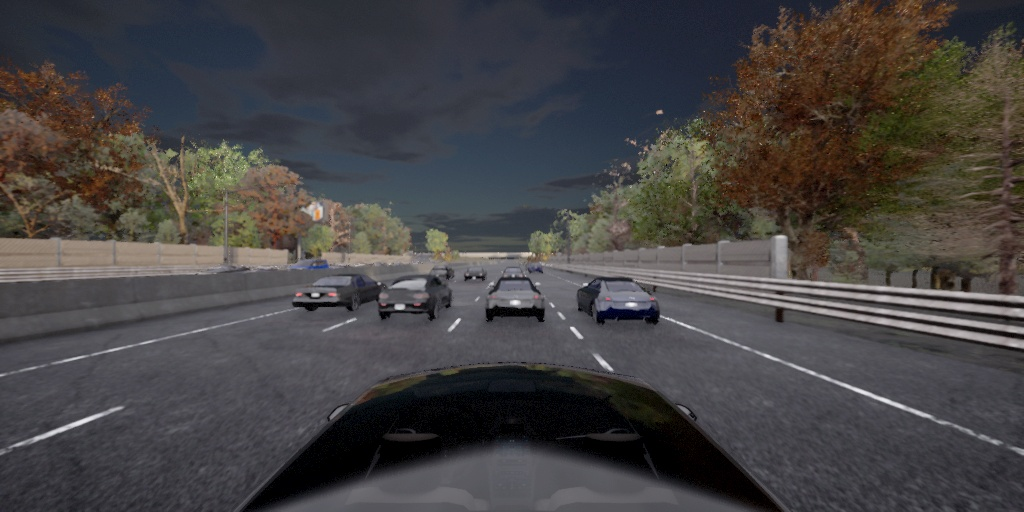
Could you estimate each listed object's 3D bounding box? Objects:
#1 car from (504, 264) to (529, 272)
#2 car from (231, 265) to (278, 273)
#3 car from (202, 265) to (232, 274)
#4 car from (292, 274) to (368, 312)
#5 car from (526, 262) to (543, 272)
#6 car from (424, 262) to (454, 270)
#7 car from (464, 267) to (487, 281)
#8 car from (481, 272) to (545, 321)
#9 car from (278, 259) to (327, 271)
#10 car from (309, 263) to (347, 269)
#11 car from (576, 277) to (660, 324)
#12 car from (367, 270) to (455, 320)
[{"bbox_3d":[0.094,1.615,30.113,2.033,1.411,5.357,0,-1,0],"label":"car"},{"bbox_3d":[-24.597,1.725,35.293,1.895,1.301,4.718,0,-1,0],"label":"car"},{"bbox_3d":[-28.093,1.617,35.408,2.128,1.511,4.902,0,-1,0],"label":"car"},{"bbox_3d":[-6.904,1.445,15.098,2.033,1.411,5.357,0,-1,0],"label":"car"},{"bbox_3d":[3.494,1.698,55.152,2.097,1.767,4.553,0,-1,0],"label":"car"},{"bbox_3d":[-6.901,1.623,35.801,2.128,1.511,4.902,0,-1,0],"label":"car"},{"bbox_3d":[-3.401,1.717,34.449,1.895,1.301,4.718,0,-1,0],"label":"car"},{"bbox_3d":[0.101,1.440,13.134,1.994,1.385,4.181,0,-1,0],"label":"car"},{"bbox_3d":[-21.096,1.366,37.144,2.150,2.045,5.566,0,-1,0],"label":"car"},{"bbox_3d":[-17.599,1.680,35.955,2.033,1.411,5.357,0,-1,0],"label":"car"},{"bbox_3d":[3.506,1.426,12.552,1.994,1.385,4.181,0,-1,0],"label":"car"},{"bbox_3d":[-3.400,1.402,13.168,1.812,1.442,4.674,0,-1,0],"label":"car"}]
